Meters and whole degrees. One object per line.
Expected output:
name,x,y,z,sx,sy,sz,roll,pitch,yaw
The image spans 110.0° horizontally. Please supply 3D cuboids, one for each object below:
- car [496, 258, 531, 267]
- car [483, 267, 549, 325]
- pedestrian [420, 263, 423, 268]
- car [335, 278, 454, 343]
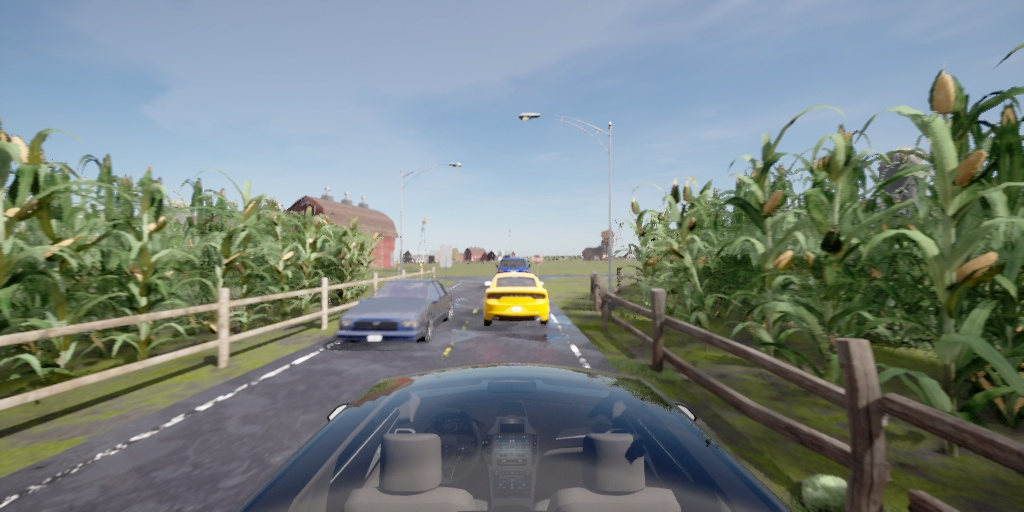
car,0.092,1.129,23.645,2.150,2.045,5.566,0,0,1
car,0.094,1.303,12.125,1.882,1.535,5.008,0,-1,-1
pedestrian,-11.208,1.357,44.349,0.500,1.100,0.500,0,0,4
car,-2.849,1.354,10.111,2.033,1.411,5.357,0,-1,0
